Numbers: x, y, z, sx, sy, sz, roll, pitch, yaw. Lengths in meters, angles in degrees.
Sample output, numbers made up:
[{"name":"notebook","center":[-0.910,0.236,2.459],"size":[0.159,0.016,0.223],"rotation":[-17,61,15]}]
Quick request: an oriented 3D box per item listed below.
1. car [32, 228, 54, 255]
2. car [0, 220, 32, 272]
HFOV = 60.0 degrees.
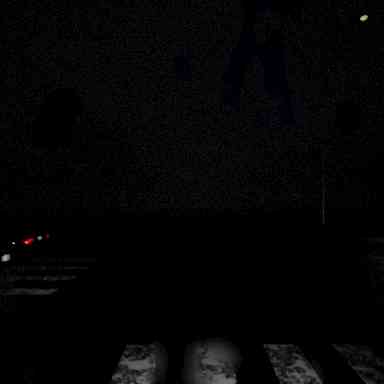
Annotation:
[{"name":"car","center":[-7.527,1.611,11.043],"size":[5.357,1.411,2.033],"rotation":[-1,0,1]},{"name":"car","center":[-7.266,1.285,8.090],"size":[5.566,2.045,2.150],"rotation":[-1,0,1]}]
